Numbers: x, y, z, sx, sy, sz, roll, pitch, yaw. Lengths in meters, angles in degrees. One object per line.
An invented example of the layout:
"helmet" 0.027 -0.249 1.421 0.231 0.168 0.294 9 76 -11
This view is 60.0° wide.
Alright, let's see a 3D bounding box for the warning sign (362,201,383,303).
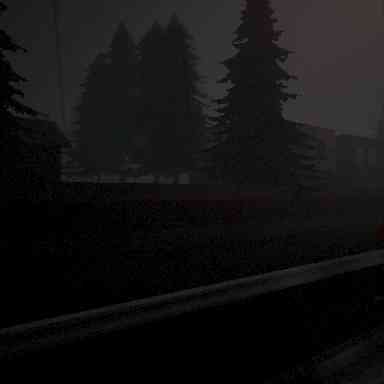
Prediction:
"warning sign" 4.114 1.115 6.251 1.060 1.860 1.300 0 0 -35
